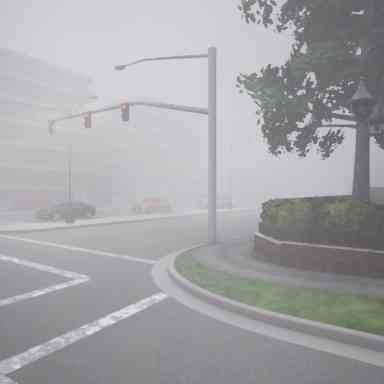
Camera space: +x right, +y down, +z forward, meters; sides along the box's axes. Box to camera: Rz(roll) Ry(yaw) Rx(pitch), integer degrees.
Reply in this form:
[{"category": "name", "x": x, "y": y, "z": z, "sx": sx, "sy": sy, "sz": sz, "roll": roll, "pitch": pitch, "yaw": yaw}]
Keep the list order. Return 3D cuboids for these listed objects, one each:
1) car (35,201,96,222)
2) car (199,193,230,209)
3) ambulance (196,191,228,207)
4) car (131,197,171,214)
[{"category": "car", "x": -10.043, "y": 1.502, "z": 26.721, "sx": 1.837, "sy": 1.490, "sz": 4.892, "roll": 0, "pitch": 0, "yaw": 36}, {"category": "car", "x": 3.444, "y": 1.349, "z": 45.279, "sx": 2.097, "sy": 1.767, "sz": 4.553, "roll": 0, "pitch": 0, "yaw": 36}, {"category": "ambulance", "x": 3.110, "y": 1.025, "z": 50.629, "sx": 2.351, "sy": 2.431, "sz": 6.366, "roll": 0, "pitch": 0, "yaw": 36}, {"category": "car", "x": -4.206, "y": 1.349, "z": 34.760, "sx": 2.097, "sy": 1.767, "sz": 4.553, "roll": 0, "pitch": 0, "yaw": 36}]
